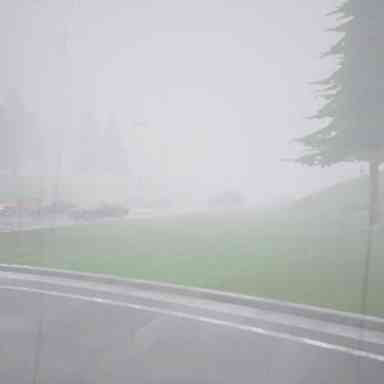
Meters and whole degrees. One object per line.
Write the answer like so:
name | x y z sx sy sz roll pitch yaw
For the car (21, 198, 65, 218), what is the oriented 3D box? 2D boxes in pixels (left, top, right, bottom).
car | -12.547 1.472 30.249 1.812 1.442 4.674 0 1 39

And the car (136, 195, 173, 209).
car | -4.292 1.319 40.719 1.994 1.385 4.181 0 1 38

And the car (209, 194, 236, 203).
car | 5.469 1.039 58.623 2.033 1.411 5.357 0 1 38

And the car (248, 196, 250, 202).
car | 8.213 1.045 56.450 1.994 1.385 4.181 0 0 38

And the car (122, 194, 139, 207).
car | -7.795 1.148 41.933 2.097 1.767 4.553 0 0 38

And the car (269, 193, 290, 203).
car | 13.733 0.957 52.145 2.128 1.511 4.902 0 1 38

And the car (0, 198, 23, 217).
car | -16.173 1.343 31.303 2.097 1.767 4.553 0 0 38

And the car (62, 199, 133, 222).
car | -7.176 1.506 25.763 1.895 1.301 4.718 0 1 38

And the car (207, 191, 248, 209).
car | 4.134 0.868 40.109 2.150 2.045 5.566 0 0 38
